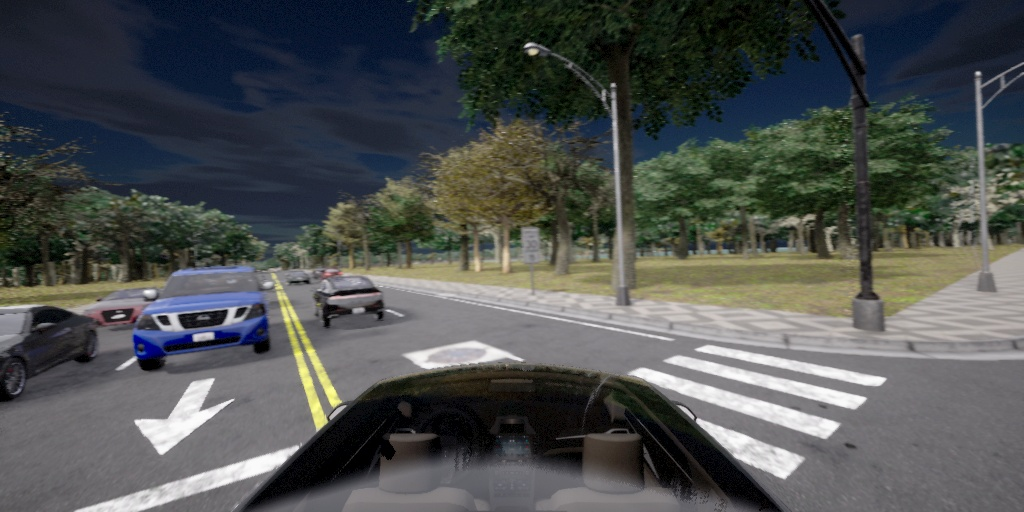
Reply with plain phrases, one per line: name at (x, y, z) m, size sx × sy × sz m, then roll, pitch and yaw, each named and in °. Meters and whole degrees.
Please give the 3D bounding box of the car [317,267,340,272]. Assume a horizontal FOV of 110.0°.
car at (-19.397, 2.030, 38.604) m, size 1.812 × 1.442 × 4.674 m, roll -3°, pitch 0°, yaw -34°

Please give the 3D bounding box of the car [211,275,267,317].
car at (-13.145, 1.803, 17.522) m, size 1.837 × 1.490 × 4.892 m, roll -3°, pitch 0°, yaw -34°

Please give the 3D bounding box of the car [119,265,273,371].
car at (-7.606, 1.295, 9.312) m, size 2.150 × 2.045 × 5.566 m, roll -3°, pitch 0°, yaw -34°

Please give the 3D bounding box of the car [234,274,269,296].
car at (-19.787, 2.174, 27.397) m, size 1.895 × 1.301 × 4.718 m, roll -3°, pitch 0°, yaw -34°

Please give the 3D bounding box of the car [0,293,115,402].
car at (-9.813, 1.720, 6.751) m, size 1.812 × 1.442 × 4.674 m, roll -3°, pitch 0°, yaw -33°

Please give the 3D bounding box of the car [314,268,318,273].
car at (-24.649, 2.223, 46.381) m, size 2.128 × 1.511 × 4.902 m, roll -3°, pitch 0°, yaw -34°

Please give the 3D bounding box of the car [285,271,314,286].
car at (-21.666, 2.190, 36.251) m, size 1.994 × 1.385 × 4.181 m, roll -3°, pitch 0°, yaw -34°

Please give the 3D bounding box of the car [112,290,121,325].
car at (-14.684, 1.955, 14.013) m, size 1.994 × 1.385 × 4.181 m, roll -3°, pitch 0°, yaw -34°

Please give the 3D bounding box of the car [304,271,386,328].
car at (-5.887, 1.465, 12.734) m, size 2.128 × 1.511 × 4.902 m, roll -3°, pitch 0°, yaw -33°
